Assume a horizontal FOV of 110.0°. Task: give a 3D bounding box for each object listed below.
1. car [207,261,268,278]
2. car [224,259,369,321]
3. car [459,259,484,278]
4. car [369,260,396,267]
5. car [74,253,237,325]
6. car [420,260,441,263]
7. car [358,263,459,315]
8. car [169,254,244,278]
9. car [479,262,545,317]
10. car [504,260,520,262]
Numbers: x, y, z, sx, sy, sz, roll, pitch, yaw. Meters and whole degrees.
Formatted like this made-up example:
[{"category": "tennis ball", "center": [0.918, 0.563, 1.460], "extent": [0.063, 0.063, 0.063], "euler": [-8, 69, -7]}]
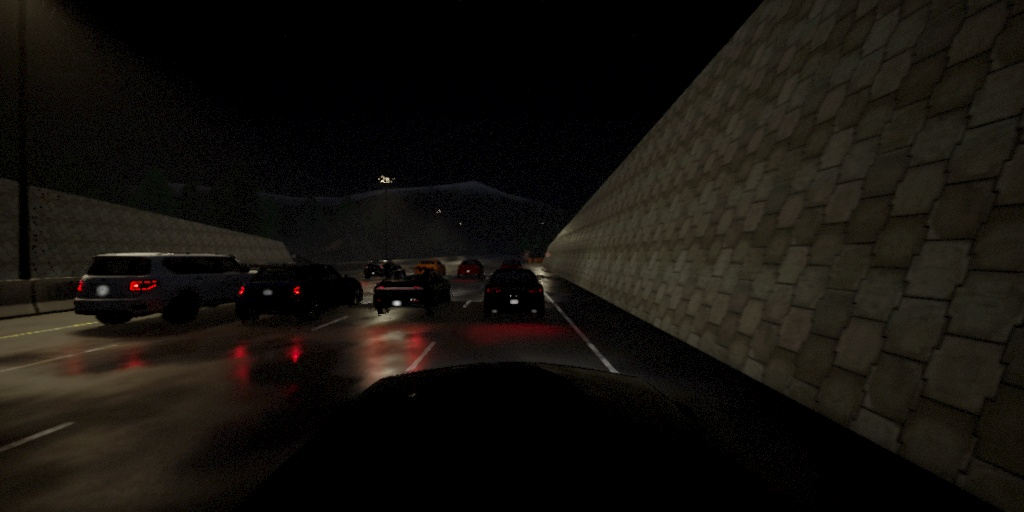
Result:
[{"category": "car", "center": [-24.641, 1.195, 32.472], "extent": [1.895, 1.301, 4.718], "euler": [0, 0, 0]}, {"category": "car", "center": [-6.941, 1.046, 12.298], "extent": [2.097, 1.767, 4.553], "euler": [0, 0, 0]}, {"category": "car", "center": [-3.521, 1.053, 31.265], "extent": [1.882, 1.535, 5.008], "euler": [0, 0, 0]}, {"category": "car", "center": [-10.516, 1.085, 29.604], "extent": [2.128, 1.511, 4.902], "euler": [0, 0, 0]}, {"category": "car", "center": [-10.438, 0.923, 11.820], "extent": [2.150, 2.045, 5.566], "euler": [0, 0, 0]}, {"category": "car", "center": [-7.023, 1.057, 31.245], "extent": [1.882, 1.535, 5.008], "euler": [0, 0, 0]}, {"category": "car", "center": [-3.444, 1.177, 13.110], "extent": [2.128, 1.511, 4.902], "euler": [0, 0, 0]}, {"category": "car", "center": [-28.137, 0.815, 33.355], "extent": [2.150, 2.045, 5.566], "euler": [0, 0, 0]}, {"category": "car", "center": [0.057, 1.160, 12.869], "extent": [1.882, 1.535, 5.008], "euler": [0, 0, 0]}, {"category": "car", "center": [-0.024, 1.048, 31.293], "extent": [1.882, 1.535, 5.008], "euler": [0, 0, 0]}]
